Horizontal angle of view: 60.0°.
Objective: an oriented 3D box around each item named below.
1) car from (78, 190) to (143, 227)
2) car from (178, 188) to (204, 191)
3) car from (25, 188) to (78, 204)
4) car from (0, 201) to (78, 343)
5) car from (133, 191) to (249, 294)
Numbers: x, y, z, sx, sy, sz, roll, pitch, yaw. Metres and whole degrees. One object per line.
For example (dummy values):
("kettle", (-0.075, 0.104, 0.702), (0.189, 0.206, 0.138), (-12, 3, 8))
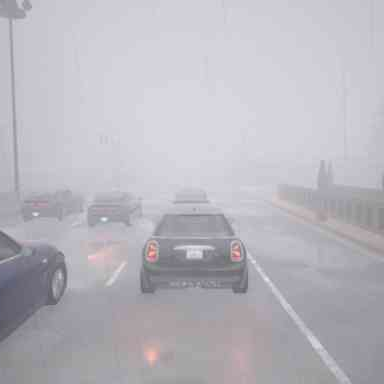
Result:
("car", (-3.544, 0.677, 15.865), (1.837, 1.490, 4.892), (0, 4, 0))
("car", (-0.054, 0.535, 17.447), (1.882, 1.535, 5.008), (0, 4, -1))
("car", (-7.055, 0.563, 17.352), (1.837, 1.490, 4.892), (0, 4, -1))
("car", (-3.434, 1.214, 4.602), (2.097, 1.767, 4.553), (0, 2, -1))
("car", (0.030, 1.049, 8.222), (2.097, 1.767, 4.553), (0, 3, 0))
